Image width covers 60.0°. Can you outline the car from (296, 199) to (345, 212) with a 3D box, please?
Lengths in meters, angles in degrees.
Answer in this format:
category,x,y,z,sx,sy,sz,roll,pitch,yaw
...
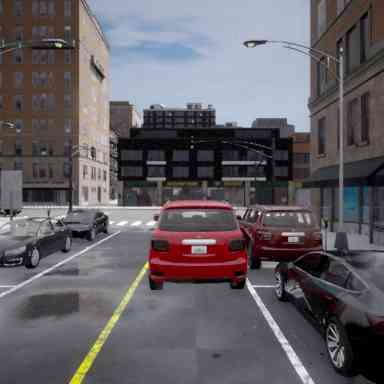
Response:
category,x,y,z,sx,sy,sz,roll,pitch,yaw
car,15.043,1.562,39.036,5.008,1.535,1.882,0,0,0

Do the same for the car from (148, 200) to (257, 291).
category,x,y,z,sx,sy,sz,roll,pitch,yaw
car,0.080,1.221,9.194,2.150,2.045,5.566,0,0,-1

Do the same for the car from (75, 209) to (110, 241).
category,x,y,z,sx,sy,sz,roll,pitch,yaw
car,-5.387,1.566,16.698,1.947,1.339,4.313,0,0,0

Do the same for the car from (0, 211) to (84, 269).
category,x,y,z,sx,sy,sz,roll,pitch,yaw
car,-5.388,1.551,11.036,2.008,1.369,4.403,0,0,0

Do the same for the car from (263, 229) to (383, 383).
category,x,y,z,sx,sy,sz,roll,pitch,yaw
car,2.636,1.566,5.373,1.947,1.339,4.313,0,0,0

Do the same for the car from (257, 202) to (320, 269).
category,x,y,z,sx,sy,sz,roll,pitch,yaw
car,2.637,1.315,11.035,2.192,1.841,5.009,0,0,0

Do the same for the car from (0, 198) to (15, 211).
category,x,y,z,sx,sy,sz,roll,pitch,yaw
car,-23.369,1.460,38.869,4.181,1.385,1.994,0,0,0

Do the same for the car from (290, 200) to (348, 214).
category,x,y,z,sx,sy,sz,roll,pitch,yaw
car,13.579,1.624,35.778,5.357,1.411,2.033,0,0,0

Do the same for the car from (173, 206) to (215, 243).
category,x,y,z,sx,sy,sz,roll,pitch,yaw
car,0.092,1.526,16.952,1.812,1.442,4.674,0,0,0

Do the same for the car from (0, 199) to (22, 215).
category,x,y,z,sx,sy,sz,roll,pitch,yaw
car,-17.512,1.524,28.939,4.718,1.301,1.895,0,0,0
